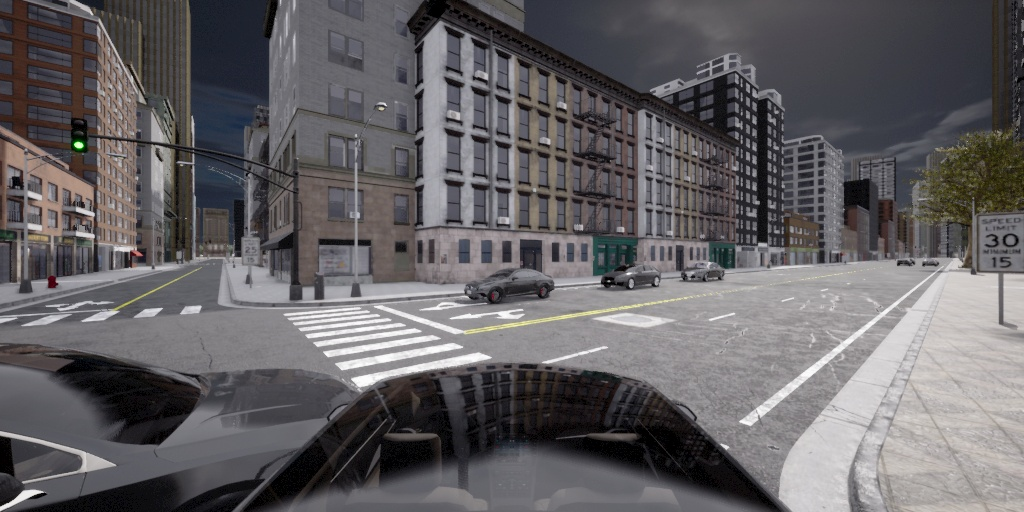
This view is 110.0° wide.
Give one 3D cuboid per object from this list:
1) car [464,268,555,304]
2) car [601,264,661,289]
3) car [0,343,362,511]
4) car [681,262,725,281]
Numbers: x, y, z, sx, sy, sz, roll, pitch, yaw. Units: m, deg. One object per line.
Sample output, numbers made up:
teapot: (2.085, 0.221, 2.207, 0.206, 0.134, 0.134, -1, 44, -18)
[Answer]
car: (-0.011, 1.287, 16.765, 4.674, 1.442, 1.812, 0, 0, -39)
car: (7.690, 1.258, 22.978, 4.892, 1.490, 1.837, 0, 0, -39)
car: (-3.219, 1.257, 1.799, 4.892, 1.490, 1.837, 0, 0, -34)
car: (15.710, 1.236, 29.435, 4.902, 1.511, 2.128, 0, 0, -39)
